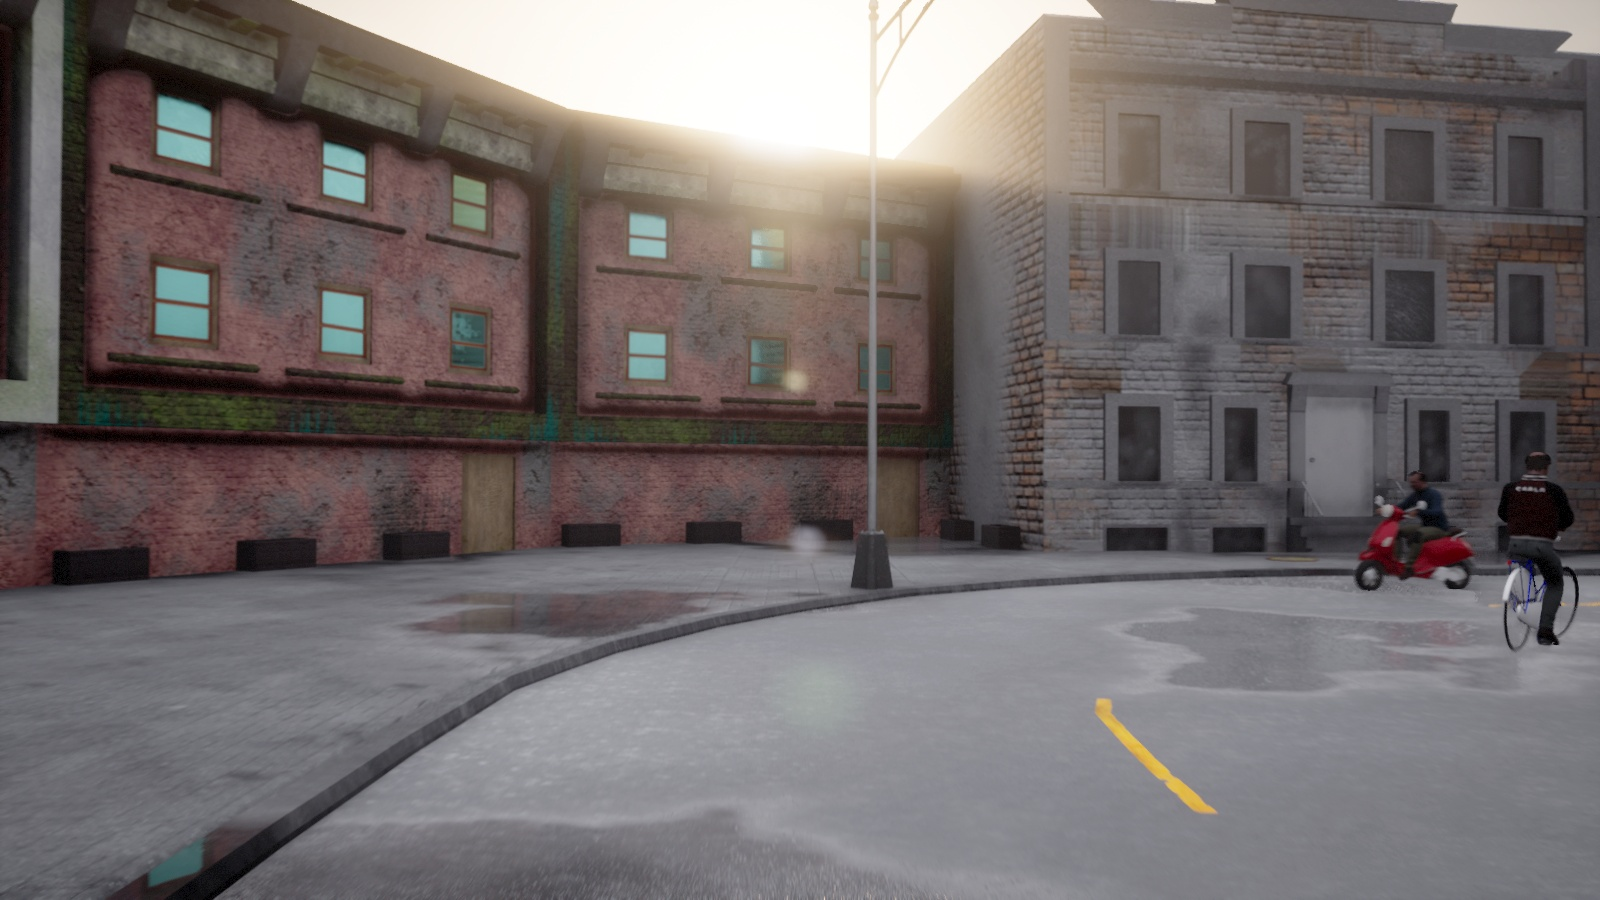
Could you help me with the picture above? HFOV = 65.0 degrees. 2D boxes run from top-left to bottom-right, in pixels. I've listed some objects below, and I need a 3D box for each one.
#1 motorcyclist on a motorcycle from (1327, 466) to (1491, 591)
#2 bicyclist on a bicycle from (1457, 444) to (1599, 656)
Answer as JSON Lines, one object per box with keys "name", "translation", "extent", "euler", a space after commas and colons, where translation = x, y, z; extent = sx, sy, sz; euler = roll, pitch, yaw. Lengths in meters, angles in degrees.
{"name": "motorcyclist on a motorcycle", "translation": [8.143, 1.019, 16.816], "extent": [1.817, 1.590, 0.866], "euler": [0, 0, -12]}
{"name": "bicyclist on a bicycle", "translation": [6.732, 0.852, 11.470], "extent": [1.843, 1.776, 0.659], "euler": [0, 1, -43]}
